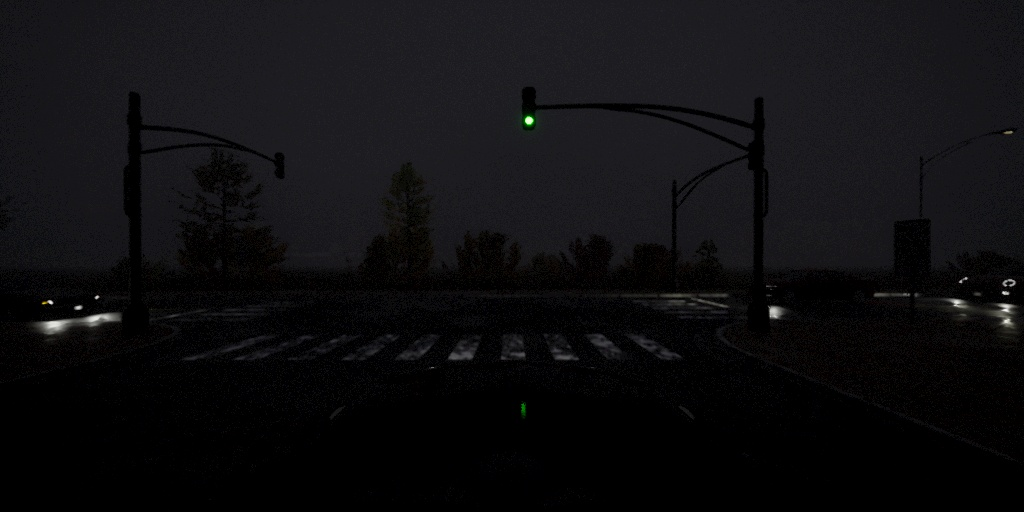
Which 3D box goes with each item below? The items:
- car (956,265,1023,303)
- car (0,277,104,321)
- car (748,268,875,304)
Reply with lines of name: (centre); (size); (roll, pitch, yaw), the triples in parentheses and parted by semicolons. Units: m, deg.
car: (23.728, 1.182, 16.598); (4.553, 1.767, 2.097); (0, 0, -1)
car: (-18.019, 1.447, 12.664); (5.357, 1.411, 2.033); (0, 0, -1)
car: (13.563, 1.322, 16.423); (5.008, 1.535, 1.882); (0, 0, -1)
